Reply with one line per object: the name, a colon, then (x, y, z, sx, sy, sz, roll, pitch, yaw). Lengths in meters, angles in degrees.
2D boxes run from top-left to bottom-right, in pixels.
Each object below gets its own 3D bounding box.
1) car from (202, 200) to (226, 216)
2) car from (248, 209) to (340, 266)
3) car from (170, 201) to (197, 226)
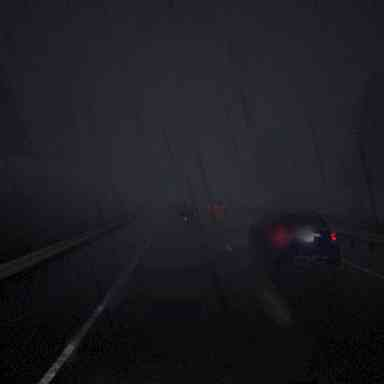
car: (2.285, 1.592, 35.284, 2.097, 1.767, 4.553, 0, 0, -4)
car: (3.410, 1.433, 11.977, 2.097, 1.767, 4.553, 0, 0, -1)
car: (-0.602, 1.698, 25.205, 1.812, 1.442, 4.674, 0, 0, -3)
